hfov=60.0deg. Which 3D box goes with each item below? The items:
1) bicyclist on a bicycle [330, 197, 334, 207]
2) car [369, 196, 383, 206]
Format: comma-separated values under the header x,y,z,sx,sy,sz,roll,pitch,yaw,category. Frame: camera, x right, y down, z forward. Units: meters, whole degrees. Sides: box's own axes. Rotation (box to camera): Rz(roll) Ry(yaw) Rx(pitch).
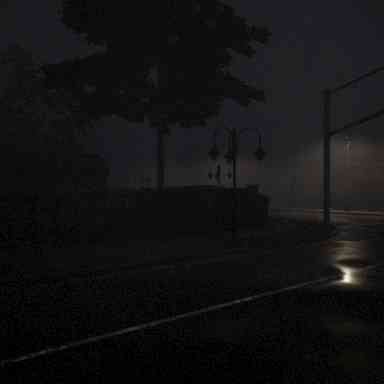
x,y,z,sx,sy,sz,roll,pitch,yaw,category
20.821,1.426,50.092,1.656,1.620,0.582,-6,-7,-37,bicyclist on a bicycle
28.398,1.290,48.448,2.242,1.667,4.611,0,0,-35,car
